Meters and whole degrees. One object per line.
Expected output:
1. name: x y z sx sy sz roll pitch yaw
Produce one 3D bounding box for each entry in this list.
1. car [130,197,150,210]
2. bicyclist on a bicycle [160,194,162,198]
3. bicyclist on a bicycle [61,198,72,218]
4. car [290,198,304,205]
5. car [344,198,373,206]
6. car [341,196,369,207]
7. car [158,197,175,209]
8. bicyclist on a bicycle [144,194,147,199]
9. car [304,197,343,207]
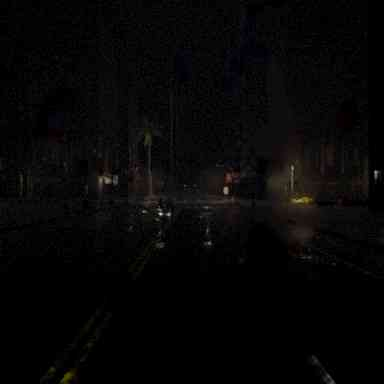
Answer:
1. car: -6.543 1.433 42.266 1.812 1.442 4.674 0 0 1
2. bicyclist on a bicycle: -8.737 1.187 94.382 0.582 1.620 1.656 0 1 0
3. bicyclist on a bicycle: -10.273 1.278 27.110 0.866 1.612 1.509 5 2 -21
4. car: 20.584 1.699 61.067 4.829 1.417 1.752 1 -1 0
5. car: 30.525 1.860 61.046 4.403 1.369 2.008 1 -1 0
6. car: 25.816 1.555 52.526 5.009 1.841 2.192 1 -1 0
7. car: -3.286 1.399 42.799 2.128 1.511 4.902 0 0 1
8. bicyclist on a bicycle: -8.883 1.209 63.839 0.659 1.776 1.843 0 -1 -1
9. car: 20.725 1.715 52.539 4.507 1.381 1.887 1 -1 0
